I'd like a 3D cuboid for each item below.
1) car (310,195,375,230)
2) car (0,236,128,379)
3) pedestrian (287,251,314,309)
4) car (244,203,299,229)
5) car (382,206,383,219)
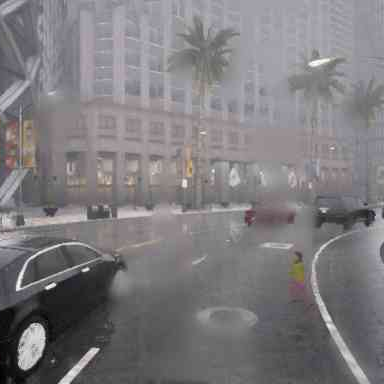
[{"bbox_3d":[9.754,1.223,21.405,5.566,2.045,2.150,0,0,-43],"label":"car"},{"bbox_3d":[-2.624,1.507,5.588,1.837,1.490,4.892,0,1,9],"label":"car"},{"bbox_3d":[2.099,1.674,6.382,0.500,1.100,0.500,0,0,12],"label":"pedestrian"},{"bbox_3d":[5.312,1.477,21.744,1.882,1.535,5.008,0,0,40],"label":"car"},{"bbox_3d":[17.845,1.352,27.504,4.553,1.767,2.097,0,0,-30],"label":"car"}]
